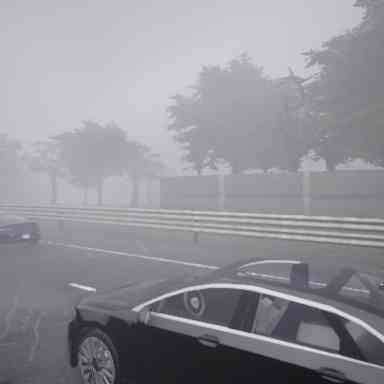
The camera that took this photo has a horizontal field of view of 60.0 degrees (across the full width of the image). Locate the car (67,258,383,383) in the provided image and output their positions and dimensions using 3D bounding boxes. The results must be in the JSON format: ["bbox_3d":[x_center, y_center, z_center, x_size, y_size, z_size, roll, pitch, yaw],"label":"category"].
[{"bbox_3d":[0.678,1.490,3.490,4.902,1.511,2.128,0,0,35],"label":"car"}]

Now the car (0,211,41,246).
[{"bbox_3d":[-8.233,1.518,14.023,4.674,1.442,1.812,0,0,35],"label":"car"}]

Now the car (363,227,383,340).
[{"bbox_3d":[5.260,1.478,4.524,5.008,1.535,1.882,0,0,36],"label":"car"}]
